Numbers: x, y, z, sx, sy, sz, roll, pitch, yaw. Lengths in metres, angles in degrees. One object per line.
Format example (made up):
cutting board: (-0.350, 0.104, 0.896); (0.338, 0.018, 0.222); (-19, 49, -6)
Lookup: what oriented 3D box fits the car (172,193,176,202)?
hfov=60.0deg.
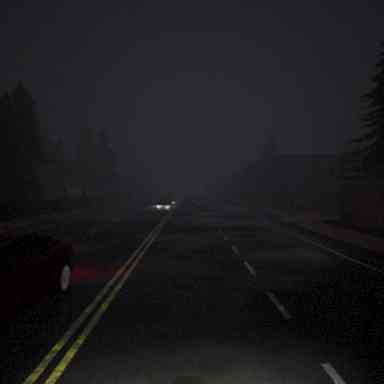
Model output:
car: (-4.295, 0.930, 64.625); (2.097, 1.767, 4.553); (0, 0, 0)

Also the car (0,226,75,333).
car: (-3.643, 1.447, 5.742); (1.882, 1.535, 5.008); (0, 0, -1)

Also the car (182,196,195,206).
car: (-0.467, 1.231, 47.562); (2.033, 1.411, 5.357); (0, 0, -1)

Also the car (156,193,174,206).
car: (-4.157, 1.248, 48.747); (1.994, 1.385, 4.181); (0, 0, 0)
